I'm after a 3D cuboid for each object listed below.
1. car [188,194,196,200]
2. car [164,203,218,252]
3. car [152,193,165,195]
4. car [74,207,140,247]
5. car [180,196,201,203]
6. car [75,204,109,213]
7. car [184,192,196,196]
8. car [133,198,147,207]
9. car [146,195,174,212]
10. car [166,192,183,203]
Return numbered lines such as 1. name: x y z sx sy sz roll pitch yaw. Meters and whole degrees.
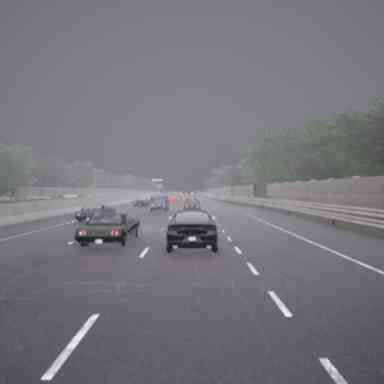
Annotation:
1. car: 0.035 1.280 85.256 2.128 1.511 4.902 0 0 0
2. car: 0.008 1.444 13.833 1.882 1.535 5.008 0 0 0
3. car: -6.971 1.155 65.025 2.097 1.767 4.553 0 0 0
4. car: -3.494 1.564 14.726 1.895 1.301 4.718 0 0 0
5. car: 0.016 1.437 36.301 2.033 1.411 5.357 0 0 0
6. car: -6.988 1.531 24.621 1.895 1.301 4.718 0 0 0
7. car: 0.025 1.295 65.098 2.128 1.511 4.902 0 0 0
8. car: -6.980 1.455 47.108 1.895 1.301 4.718 0 0 0
9. car: -3.485 1.434 37.202 2.033 1.411 5.357 0 0 0
10. car: -3.473 1.156 65.023 2.097 1.767 4.553 0 0 0
